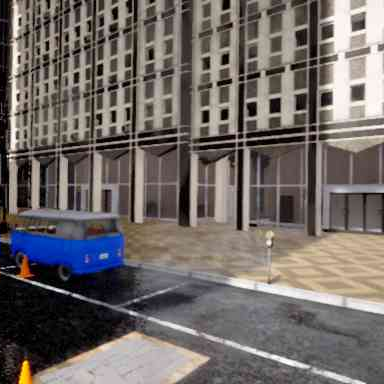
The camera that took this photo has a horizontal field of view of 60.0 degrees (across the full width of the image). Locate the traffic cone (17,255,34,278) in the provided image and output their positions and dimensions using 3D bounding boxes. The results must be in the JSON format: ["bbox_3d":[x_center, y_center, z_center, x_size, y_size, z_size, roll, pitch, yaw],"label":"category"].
[{"bbox_3d":[-4.668,2.063,9.330,0.340,0.580,0.340,0,-1,37],"label":"traffic cone"}]

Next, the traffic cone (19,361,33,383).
[{"bbox_3d":[-1.666,1.997,3.332,0.340,0.580,0.340,0,-1,37],"label":"traffic cone"}]

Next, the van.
[{"bbox_3d":[-3.813,1.463,9.896,3.998,1.788,1.690,0,0,37],"label":"van"}]
